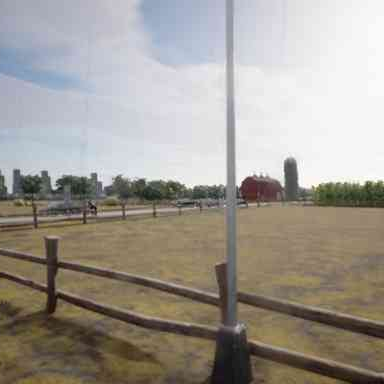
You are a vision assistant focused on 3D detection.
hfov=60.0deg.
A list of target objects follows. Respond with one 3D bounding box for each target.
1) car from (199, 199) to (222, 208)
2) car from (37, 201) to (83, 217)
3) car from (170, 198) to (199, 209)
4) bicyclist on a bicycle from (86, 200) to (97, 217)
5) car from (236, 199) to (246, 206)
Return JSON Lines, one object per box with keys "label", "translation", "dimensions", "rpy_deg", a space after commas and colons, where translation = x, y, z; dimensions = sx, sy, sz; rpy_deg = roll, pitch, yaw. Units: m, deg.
{"label": "car", "translation": [2.746, 1.755, 52.971], "dimensions": [2.033, 1.411, 5.357], "rpy_deg": [-3, -2, 36]}
{"label": "car", "translation": [-13.788, 1.774, 34.758], "dimensions": [1.837, 1.490, 4.892], "rpy_deg": [-2, -1, 35]}
{"label": "car", "translation": [-1.502, 1.777, 51.950], "dimensions": [1.882, 1.535, 5.008], "rpy_deg": [-3, -2, 36]}
{"label": "bicyclist on a bicycle", "translation": [-9.316, 1.552, 30.730], "dimensions": [1.656, 1.620, 0.582], "rpy_deg": [-1, 0, 35]}
{"label": "car", "translation": [8.476, 1.857, 61.102], "dimensions": [1.895, 1.301, 4.718], "rpy_deg": [-2, -2, 35]}
